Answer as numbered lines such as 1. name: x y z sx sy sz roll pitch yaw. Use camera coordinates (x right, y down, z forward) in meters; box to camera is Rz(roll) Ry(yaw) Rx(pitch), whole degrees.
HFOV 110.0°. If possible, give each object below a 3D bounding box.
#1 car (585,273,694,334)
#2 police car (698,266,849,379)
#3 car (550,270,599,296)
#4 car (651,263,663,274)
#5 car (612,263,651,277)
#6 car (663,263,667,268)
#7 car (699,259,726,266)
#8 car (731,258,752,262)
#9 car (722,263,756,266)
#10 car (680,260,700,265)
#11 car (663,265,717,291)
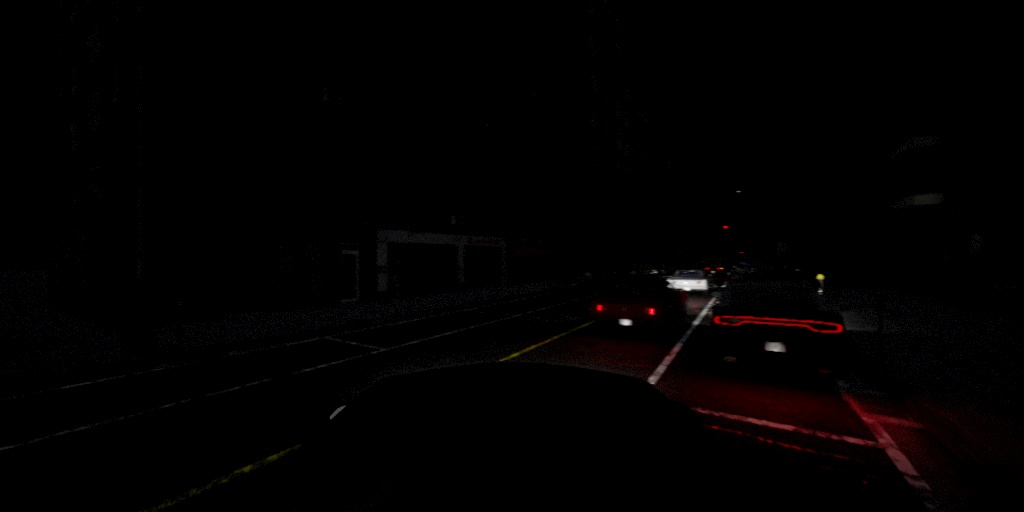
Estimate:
1. car: 4.077 1.380 10.896 1.895 1.301 4.718 -1 -1 33
2. police car: 5.344 1.155 7.529 1.930 1.638 5.238 -1 -1 33
3. car: 3.676 1.456 20.299 1.802 1.307 4.207 0 0 33
4. car: 12.640 1.403 34.015 1.751 1.417 4.829 0 0 33
5. car: 9.715 1.317 29.539 1.967 1.591 4.097 0 0 33
6. car: 15.752 1.430 38.777 2.007 1.370 4.403 0 0 33
7. car: 20.011 1.314 35.476 1.812 1.442 4.674 -1 -1 32
8. car: 19.455 1.182 29.775 1.967 1.591 4.097 0 0 33
9. car: 13.416 1.290 20.535 2.007 1.370 4.403 0 0 33
10. car: 19.681 1.383 39.999 2.033 1.411 5.357 -1 -1 33
11. car: 10.049 1.383 20.040 1.895 1.301 4.718 -1 -1 33
